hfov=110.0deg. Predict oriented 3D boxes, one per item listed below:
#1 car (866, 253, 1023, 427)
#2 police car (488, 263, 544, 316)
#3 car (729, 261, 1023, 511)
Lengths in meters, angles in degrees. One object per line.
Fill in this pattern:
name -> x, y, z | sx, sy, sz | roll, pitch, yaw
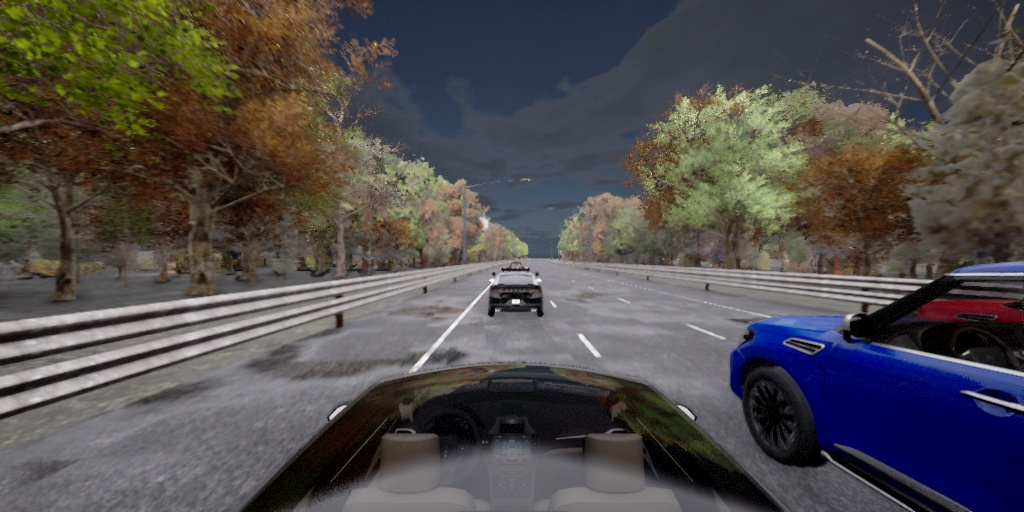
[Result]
car -> 7.102, 0.988, 3.317 | 2.150, 2.045, 5.566 | 0, 0, 0
police car -> 0.140, 1.267, 14.061 | 1.930, 1.638, 5.238 | 0, 0, 0
car -> 3.601, 0.975, 1.789 | 2.150, 2.045, 5.566 | 0, 0, 0
